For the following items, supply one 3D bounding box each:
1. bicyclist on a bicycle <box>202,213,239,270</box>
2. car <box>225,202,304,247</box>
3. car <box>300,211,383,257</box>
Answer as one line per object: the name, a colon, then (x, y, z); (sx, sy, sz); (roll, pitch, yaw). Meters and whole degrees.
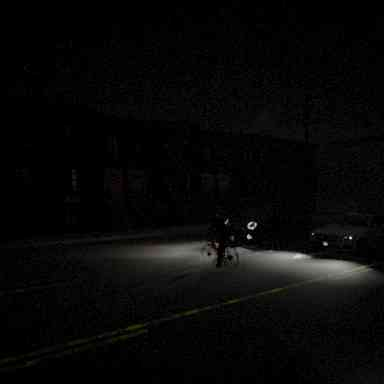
bicyclist on a bicycle: (0.801, 1.455, 9.936); (0.582, 1.620, 1.656); (0, -2, -36)
car: (3.480, 1.353, 15.142); (4.553, 1.767, 2.097); (0, 0, -36)
car: (6.517, 1.526, 13.011); (4.674, 1.442, 1.812); (0, 0, -37)
